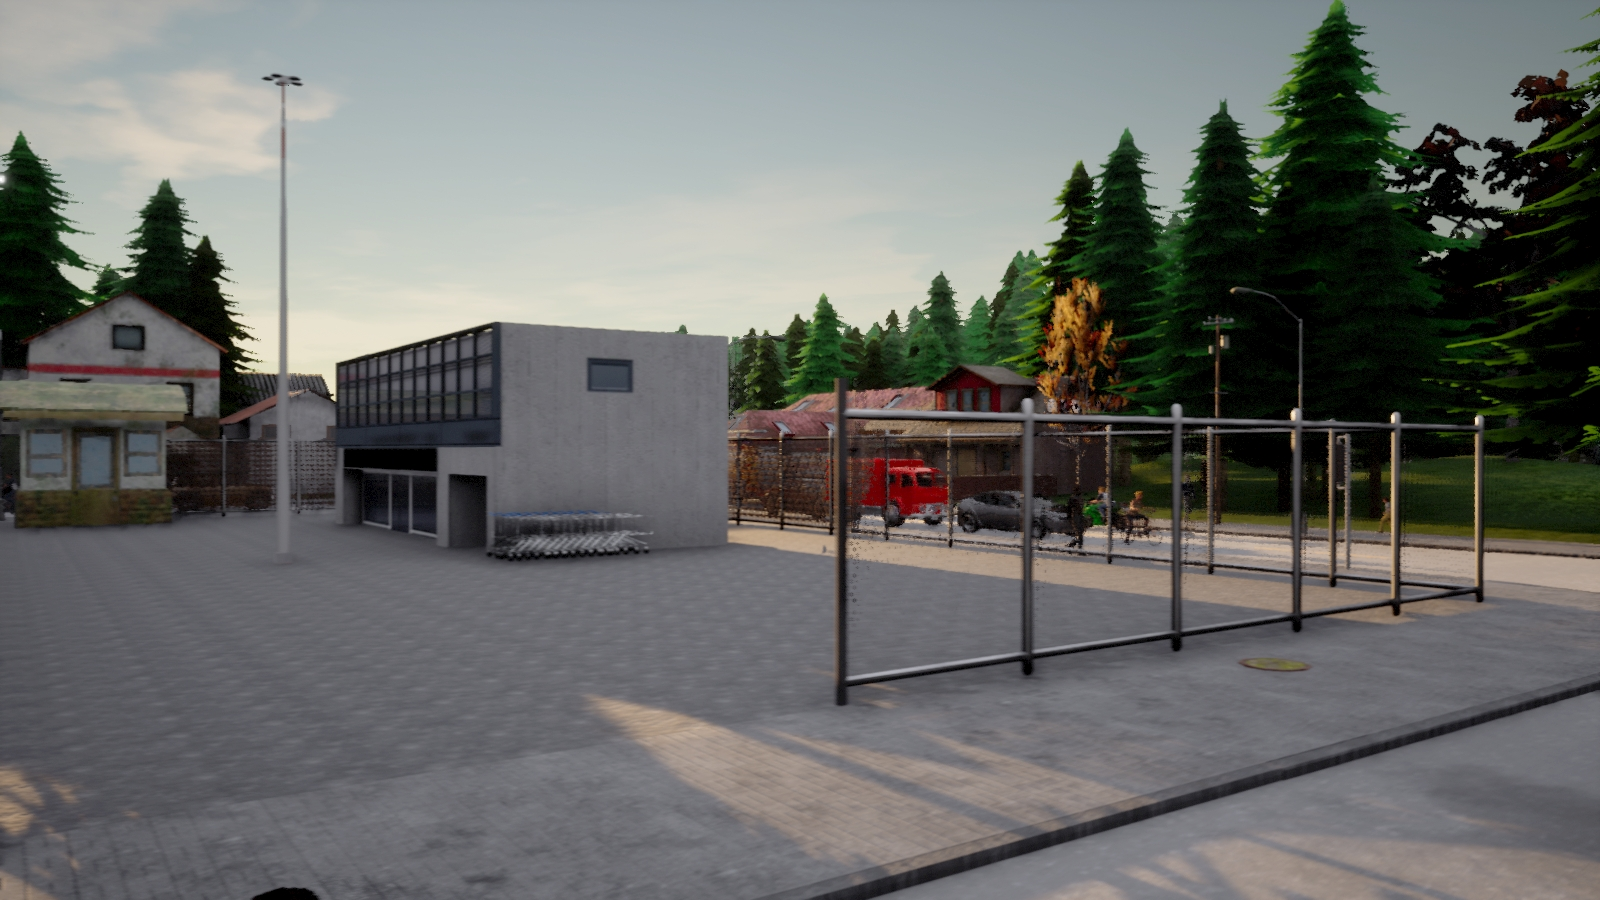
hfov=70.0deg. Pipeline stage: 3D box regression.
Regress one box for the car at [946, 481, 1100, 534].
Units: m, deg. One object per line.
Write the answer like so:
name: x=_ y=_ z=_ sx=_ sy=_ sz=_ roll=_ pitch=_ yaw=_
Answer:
car: x=7.246 y=1.843 z=37.604 sx=2.163 sy=1.488 sz=4.792 roll=0 pitch=0 yaw=-35

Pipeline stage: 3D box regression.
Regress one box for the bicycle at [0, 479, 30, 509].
bicycle: x=-34.843 y=1.936 z=50.210 sx=1.643 sy=1.296 sz=0.373 roll=0 pitch=0 yaw=-35

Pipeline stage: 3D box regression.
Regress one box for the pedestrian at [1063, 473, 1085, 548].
pedestrian: x=6.921 y=1.516 z=28.837 sx=0.375 sy=1.860 sz=0.375 roll=0 pitch=0 yaw=-35

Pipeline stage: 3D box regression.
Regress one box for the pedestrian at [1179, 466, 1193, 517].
pedestrian: x=14.162 y=1.524 z=41.886 sx=0.375 sy=1.860 sz=0.375 roll=0 pitch=0 yaw=-4

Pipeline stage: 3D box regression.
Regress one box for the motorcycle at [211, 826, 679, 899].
motorcycle: x=-1.450 y=1.993 z=3.402 sx=2.033 sy=1.145 sz=0.803 roll=0 pitch=0 yaw=-35

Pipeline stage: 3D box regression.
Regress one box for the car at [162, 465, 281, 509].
car: x=-26.108 y=1.644 z=51.640 sx=4.605 sy=1.855 sz=1.932 roll=0 pitch=0 yaw=-34

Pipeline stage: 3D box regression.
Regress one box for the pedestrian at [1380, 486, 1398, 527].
pedestrian: x=18.881 y=1.805 z=36.624 sx=0.375 sy=1.300 sz=0.375 roll=0 pitch=0 yaw=-40

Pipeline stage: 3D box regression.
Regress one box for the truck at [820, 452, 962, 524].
truck: x=3.366 y=1.339 z=43.176 sx=2.627 sy=2.467 sz=5.204 roll=0 pitch=0 yaw=-35
